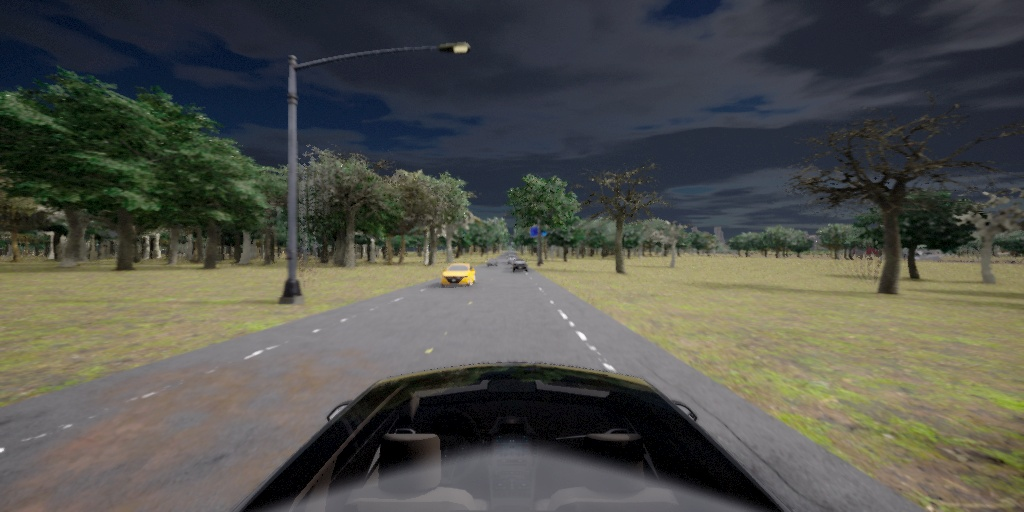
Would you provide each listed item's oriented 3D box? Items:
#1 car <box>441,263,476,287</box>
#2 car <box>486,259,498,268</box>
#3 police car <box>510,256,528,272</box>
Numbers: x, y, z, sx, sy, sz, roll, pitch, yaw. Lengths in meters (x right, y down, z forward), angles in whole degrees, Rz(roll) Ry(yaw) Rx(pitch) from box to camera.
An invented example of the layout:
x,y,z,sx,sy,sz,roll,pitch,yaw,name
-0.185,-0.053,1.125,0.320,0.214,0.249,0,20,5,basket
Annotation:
x,y,z,sx,sy,sz,roll,pitch,yaw,name
-3.596,1.250,24.745,1.882,1.535,5.008,0,0,0,car
-3.546,1.269,65.368,1.837,1.490,4.892,0,0,0,car
1.026,1.219,46.128,1.930,1.638,5.238,0,0,0,police car
